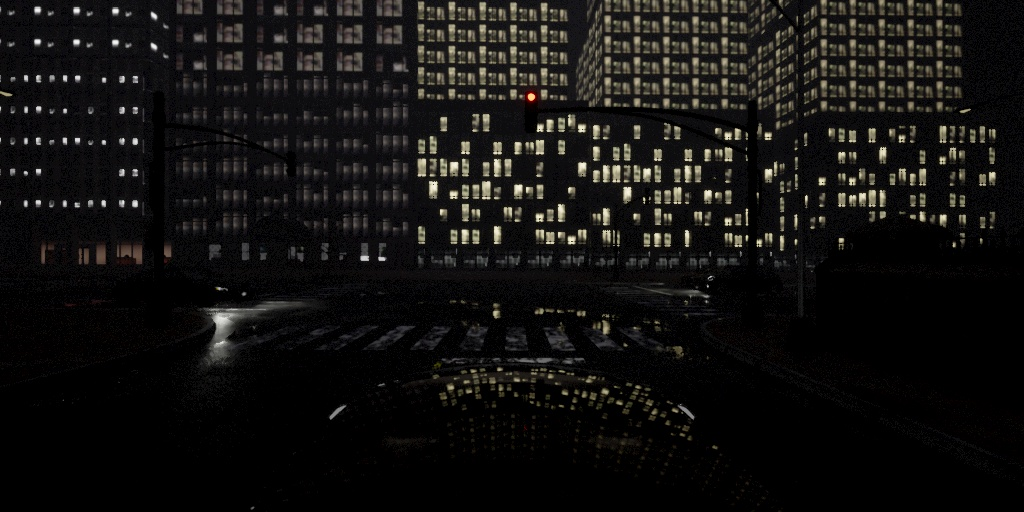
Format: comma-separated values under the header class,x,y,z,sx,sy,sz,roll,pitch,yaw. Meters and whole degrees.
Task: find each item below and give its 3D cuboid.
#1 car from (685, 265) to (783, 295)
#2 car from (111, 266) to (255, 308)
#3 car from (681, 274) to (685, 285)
class,x,y,z,sx,sy,sz,roll,pitch,yaw
car,13.084,1.284,21.036,4.553,1.767,2.097,1,0,-1
car,-12.460,1.127,13.677,4.674,1.442,1.812,1,0,3
car,14.134,1.429,24.300,5.008,1.535,1.882,1,0,-2
